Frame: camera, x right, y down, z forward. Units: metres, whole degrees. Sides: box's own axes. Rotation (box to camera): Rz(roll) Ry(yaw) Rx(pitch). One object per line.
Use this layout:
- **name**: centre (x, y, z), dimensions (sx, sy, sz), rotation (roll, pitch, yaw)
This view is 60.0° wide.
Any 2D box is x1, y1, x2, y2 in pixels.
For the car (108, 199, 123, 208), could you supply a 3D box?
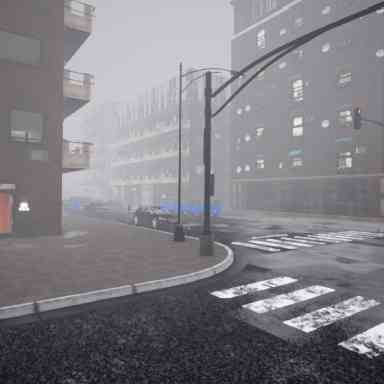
- **car**: centre (-11.755, 1.683, 49.138), dimensions (1.887, 1.381, 4.507), rotation (1, -1, -35)

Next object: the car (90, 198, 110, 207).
- **car**: centre (-14.931, 1.730, 53.742), dimensions (1.802, 1.307, 4.206), rotation (1, -1, -35)

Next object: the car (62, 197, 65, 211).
- **car**: centre (-15.065, 1.580, 40.059), dimensions (2.008, 1.369, 4.403), rotation (1, -1, -35)

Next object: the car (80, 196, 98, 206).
- **car**: centre (-18.107, 1.597, 58.349), dimensions (1.967, 1.590, 4.097), rotation (1, -1, -35)

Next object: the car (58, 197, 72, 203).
- **car**: centre (-27.637, 1.727, 72.163), dimensions (1.887, 1.381, 4.507), rotation (1, -1, -35)

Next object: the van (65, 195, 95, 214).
- **van**: centre (-11.886, 1.361, 35.455), dimensions (1.690, 1.788, 3.998), rotation (1, -1, -35)

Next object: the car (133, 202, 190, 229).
- **car**: centre (-2.358, 1.539, 21.639), dimensions (2.008, 1.369, 4.403), rotation (1, -1, -35)

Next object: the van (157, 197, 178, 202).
- **van**: centre (-2.224, 1.450, 35.325), dimensions (1.690, 1.788, 3.998), rotation (1, -1, -35)

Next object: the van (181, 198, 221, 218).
- **van**: centre (0.953, 1.439, 30.719), dimensions (1.690, 1.788, 3.998), rotation (1, -1, -35)

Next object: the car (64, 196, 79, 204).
- **car**: centre (-24.460, 1.614, 67.559), dimensions (1.967, 1.590, 4.097), rotation (1, -1, -35)

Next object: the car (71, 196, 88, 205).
- **car**: centre (-21.283, 1.605, 62.954), dimensions (1.967, 1.590, 4.097), rotation (1, -1, -35)

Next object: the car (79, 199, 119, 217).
- **car**: centre (-8.712, 1.591, 30.849), dimensions (1.802, 1.307, 4.206), rotation (1, -1, -35)
